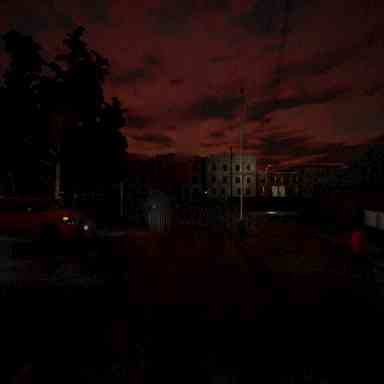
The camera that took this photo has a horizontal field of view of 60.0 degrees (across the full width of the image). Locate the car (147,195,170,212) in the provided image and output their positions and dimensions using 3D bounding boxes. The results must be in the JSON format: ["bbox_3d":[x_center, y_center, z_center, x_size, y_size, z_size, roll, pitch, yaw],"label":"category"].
[{"bbox_3d":[-4.139,1.491,39.465,2.128,1.511,4.902,0,0,0],"label":"car"}]

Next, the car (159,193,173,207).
[{"bbox_3d":[-4.118,1.221,50.054,2.150,2.045,5.566,0,0,1],"label":"car"}]

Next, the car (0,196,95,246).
[{"bbox_3d":[-7.306,1.222,15.275,5.566,2.045,2.150,0,-1,14],"label":"car"}]
